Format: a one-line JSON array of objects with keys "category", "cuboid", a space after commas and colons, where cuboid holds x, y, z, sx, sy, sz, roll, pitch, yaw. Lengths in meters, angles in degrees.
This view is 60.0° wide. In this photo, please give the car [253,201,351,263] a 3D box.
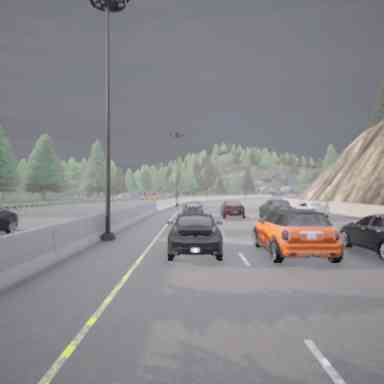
[{"category": "car", "cuboid": [3.601, 1.369, 12.128, 2.097, 1.767, 4.553, 0, 0, 0]}]

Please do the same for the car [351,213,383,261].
[{"category": "car", "cuboid": [7.102, 1.522, 12.060, 1.837, 1.490, 4.892, 0, 0, 0]}]

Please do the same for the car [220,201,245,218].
[{"category": "car", "cuboid": [3.613, 1.520, 30.259, 1.882, 1.535, 5.008, 0, 0, 0]}]

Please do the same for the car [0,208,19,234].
[{"category": "car", "cuboid": [-10.595, 1.514, 16.625, 2.128, 1.511, 4.902, 0, 0, 0]}]

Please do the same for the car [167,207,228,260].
[{"category": "car", "cuboid": [0.102, 1.522, 12.536, 1.837, 1.490, 4.892, 0, 0, 0]}]

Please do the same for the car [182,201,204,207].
[{"category": "car", "cuboid": [0.095, 1.567, 29.766, 1.812, 1.442, 4.674, 0, 0, 0]}]

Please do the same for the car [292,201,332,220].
[{"category": "car", "cuboid": [10.595, 1.567, 29.749, 1.812, 1.442, 4.674, 0, 0, 0]}]

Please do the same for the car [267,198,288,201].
[{"category": "car", "cuboid": [7.104, 1.392, 28.399, 2.097, 1.767, 4.553, 0, 0, 0]}]
